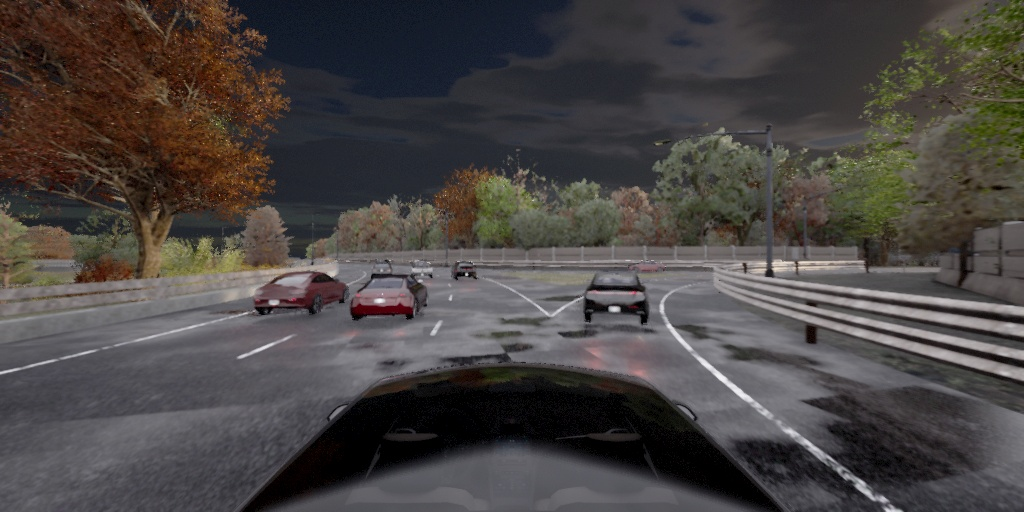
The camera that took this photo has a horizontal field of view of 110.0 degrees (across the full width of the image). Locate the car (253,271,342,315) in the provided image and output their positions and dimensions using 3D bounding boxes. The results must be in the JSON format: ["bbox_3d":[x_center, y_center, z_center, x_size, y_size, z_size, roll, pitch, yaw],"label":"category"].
[{"bbox_3d":[-7.788,1.300,13.624,1.812,1.442,4.674,0,0,-7],"label":"car"}]

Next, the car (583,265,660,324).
[{"bbox_3d":[3.509,1.221,11.983,2.128,1.511,4.902,0,0,18],"label":"car"}]

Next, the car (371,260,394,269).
[{"bbox_3d":[-12.254,1.328,33.883,2.033,1.411,5.357,0,0,-19],"label":"car"}]

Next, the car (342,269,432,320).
[{"bbox_3d":[-4.210,1.325,12.827,1.994,1.385,4.181,0,0,-6],"label":"car"}]

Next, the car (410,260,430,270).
[{"bbox_3d":[-14.529,1.378,56.366,1.895,1.301,4.718,0,0,-29],"label":"car"}]

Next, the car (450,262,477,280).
[{"bbox_3d":[-4.285,1.255,31.550,1.837,1.490,4.892,0,0,-14],"label":"car"}]

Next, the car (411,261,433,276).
[{"bbox_3d":[-8.618,1.367,34.116,1.895,1.301,4.718,0,0,-16],"label":"car"}]

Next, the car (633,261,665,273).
[{"bbox_3d":[15.566,1.264,41.883,4.181,1.385,1.994,0,0,6],"label":"car"}]
